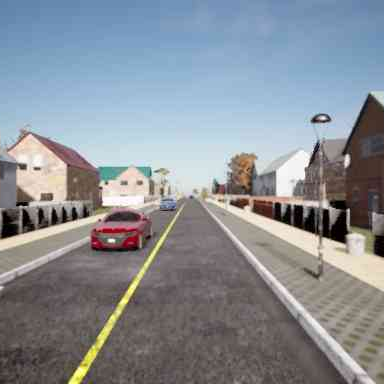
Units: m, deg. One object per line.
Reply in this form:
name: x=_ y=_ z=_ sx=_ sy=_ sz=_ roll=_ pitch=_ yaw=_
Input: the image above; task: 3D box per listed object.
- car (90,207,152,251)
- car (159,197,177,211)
car: x=-2.855 y=1.452 z=14.284 sx=1.882 sy=1.535 sz=5.008 roll=0 pitch=0 yaw=0
car: x=-2.805 y=1.364 z=39.778 sx=1.882 sy=1.535 sz=5.008 roll=0 pitch=0 yaw=0
